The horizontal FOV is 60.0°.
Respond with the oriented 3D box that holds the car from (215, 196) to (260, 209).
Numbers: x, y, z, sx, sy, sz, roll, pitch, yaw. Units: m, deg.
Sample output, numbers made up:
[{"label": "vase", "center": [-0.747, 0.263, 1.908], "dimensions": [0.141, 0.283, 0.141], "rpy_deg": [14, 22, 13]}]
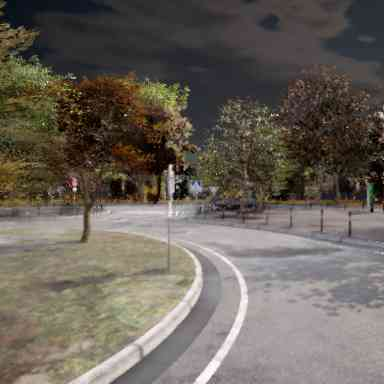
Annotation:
[{"label": "car", "center": [5.365, 1.210, 39.080], "dimensions": [5.357, 1.411, 2.033], "rpy_deg": [0, 0, -10]}]
